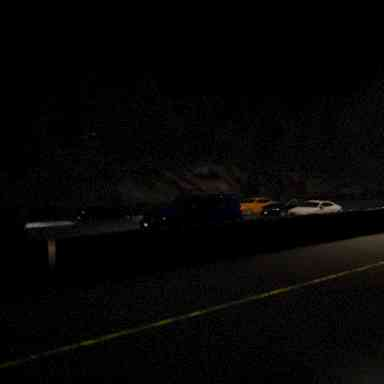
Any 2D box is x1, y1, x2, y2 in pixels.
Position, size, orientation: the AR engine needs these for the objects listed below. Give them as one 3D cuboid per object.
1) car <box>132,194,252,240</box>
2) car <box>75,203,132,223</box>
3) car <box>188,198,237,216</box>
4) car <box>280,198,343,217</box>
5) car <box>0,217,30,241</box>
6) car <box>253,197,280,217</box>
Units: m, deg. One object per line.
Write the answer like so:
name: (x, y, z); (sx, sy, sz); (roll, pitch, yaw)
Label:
car: (0.140, 1.129, 16.839); (5.566, 2.045, 2.150); (-1, 0, -35)
car: (-6.289, 1.508, 25.152); (4.718, 1.301, 1.895); (-1, 0, -35)
car: (1.928, 1.337, 30.974); (4.181, 1.385, 1.994); (-1, 1, -35)
car: (8.447, 1.296, 22.725); (4.674, 1.442, 1.812); (-1, 1, -35)
car: (-8.093, 1.500, 11.000); (4.892, 1.490, 1.837); (-1, 0, -36)
car: (7.533, 1.255, 26.367); (4.902, 1.511, 2.128); (-1, 1, -35)
